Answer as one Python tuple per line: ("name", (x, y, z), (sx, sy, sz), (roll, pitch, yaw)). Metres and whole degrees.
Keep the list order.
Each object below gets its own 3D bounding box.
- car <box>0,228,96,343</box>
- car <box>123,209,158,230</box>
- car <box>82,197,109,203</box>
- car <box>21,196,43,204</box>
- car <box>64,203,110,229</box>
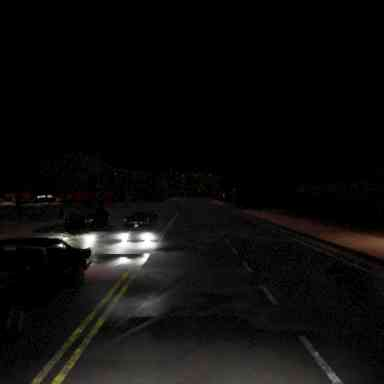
("car", (-3.594, 1.675, 6.688), (1.895, 1.301, 4.718), (0, -1, 0))
("car", (-3.517, 1.856, 23.254), (1.895, 1.301, 4.718), (0, -1, 0))
("car", (-21.500, 1.969, 74.710), (4.605, 1.855, 1.932), (0, -1, 0))
("car", (-38.911, 2.272, 80.311), (3.806, 1.475, 1.970), (0, -1, 0))
("car", (-7.023, 1.727, 22.688), (1.882, 1.535, 5.008), (0, -1, 0))
